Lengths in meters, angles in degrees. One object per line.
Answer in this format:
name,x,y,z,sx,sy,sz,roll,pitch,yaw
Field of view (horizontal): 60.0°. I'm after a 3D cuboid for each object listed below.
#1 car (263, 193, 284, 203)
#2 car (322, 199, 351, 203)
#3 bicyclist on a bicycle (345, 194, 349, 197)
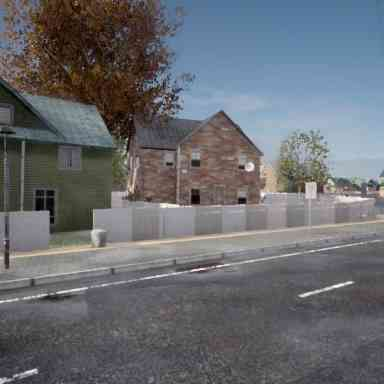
car,12.252,0.978,48.137,1.882,1.535,5.008,1,1,-20
car,16.256,1.190,36.866,1.837,1.490,4.892,1,1,-20
bicyclist on a bicycle,20.170,1.036,43.373,1.656,1.620,0.582,1,0,-20
